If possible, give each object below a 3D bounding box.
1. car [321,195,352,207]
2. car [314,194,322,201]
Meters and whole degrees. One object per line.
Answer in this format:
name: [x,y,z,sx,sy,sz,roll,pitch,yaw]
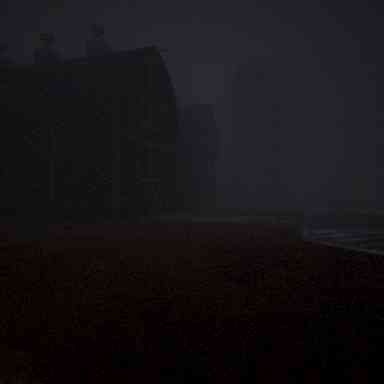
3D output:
car: [23.255,1.586,52.985,4.181,1.381,1.994,0,0,19]
car: [33.720,1.485,84.295,3.988,1.617,1.851,0,0,19]
